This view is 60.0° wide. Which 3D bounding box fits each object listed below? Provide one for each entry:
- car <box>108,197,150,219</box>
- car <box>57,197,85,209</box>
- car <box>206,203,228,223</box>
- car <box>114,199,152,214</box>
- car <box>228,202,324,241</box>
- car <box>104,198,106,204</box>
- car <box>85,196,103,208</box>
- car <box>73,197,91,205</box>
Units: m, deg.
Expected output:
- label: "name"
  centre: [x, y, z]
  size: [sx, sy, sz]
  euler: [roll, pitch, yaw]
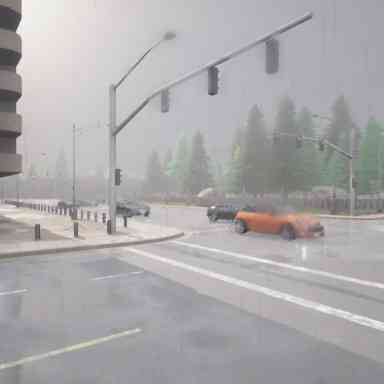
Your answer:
- label: "car"
  centre: [-5.599, 1.546, 30.193]
  size: [2.128, 1.511, 4.902]
  euler: [0, 0, -36]
- label: "car"
  centre: [-16.893, 1.603, 45.517]
  size: [2.033, 1.411, 5.357]
  euler: [0, 0, -36]
- label: "car"
  centre: [3.114, 1.546, 24.514]
  size: [2.128, 1.511, 4.902]
  euler: [0, 0, -39]
- label: "car"
  centre: [-6.798, 1.603, 37.710]
  size: [2.033, 1.411, 5.357]
  euler: [0, 0, -36]
- label: "car"
  centre: [4.291, 1.361, 16.810]
  size: [2.097, 1.767, 4.553]
  euler: [0, 0, -36]
- label: "car"
  centre: [-13.251, 1.581, 58.581]
  size: [1.812, 1.442, 4.674]
  euler: [0, 0, -36]
- label: "car"
  centre: [-15.600, 1.546, 49.670]
  size: [2.128, 1.511, 4.902]
  euler: [0, 0, -36]
- label: "car"
  centre: [-20.828, 1.656, 62.931]
  size: [1.895, 1.301, 4.718]
  euler: [0, 0, -36]
